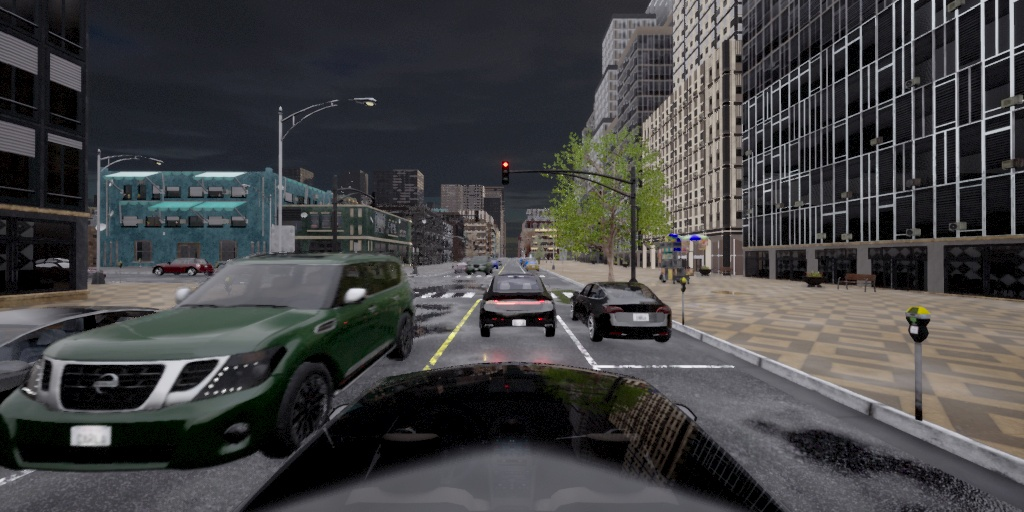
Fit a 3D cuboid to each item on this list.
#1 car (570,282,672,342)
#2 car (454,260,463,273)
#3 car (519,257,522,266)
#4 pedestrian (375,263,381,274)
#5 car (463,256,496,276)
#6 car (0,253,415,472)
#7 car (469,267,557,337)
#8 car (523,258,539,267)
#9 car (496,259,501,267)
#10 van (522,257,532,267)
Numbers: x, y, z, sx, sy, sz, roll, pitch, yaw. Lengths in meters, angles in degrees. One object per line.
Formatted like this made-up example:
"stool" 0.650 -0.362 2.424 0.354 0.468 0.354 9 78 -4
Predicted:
"car" 2.694 1.316 9.572 1.948 1.339 4.313 0 0 0
"car" -5.671 1.336 42.052 1.802 1.307 4.207 0 0 0
"car" 2.720 1.308 64.255 2.007 1.370 4.403 0 0 0
"pedestrian" -12.734 0.790 34.060 0.375 1.860 0.375 0 -1 -1
"car" -3.342 0.975 38.299 2.150 2.045 5.566 0 0 4
"car" -3.100 0.971 5.403 2.150 2.045 5.566 0 0 0
"car" 0.115 1.242 10.243 2.128 1.511 4.902 0 0 -1
"car" 2.712 1.280 47.771 1.751 1.417 4.829 0 0 0
"car" -3.066 1.233 54.819 1.882 1.535 5.008 0 0 0
"van" 2.715 1.096 53.153 1.690 1.789 3.998 0 0 0
